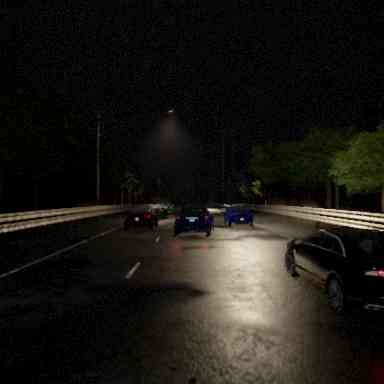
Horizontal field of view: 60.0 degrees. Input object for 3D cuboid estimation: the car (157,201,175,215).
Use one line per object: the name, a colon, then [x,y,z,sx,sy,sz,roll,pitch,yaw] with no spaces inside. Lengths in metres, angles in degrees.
car: [-3.555,2.186,45.553,2.097,1.767,4.553,0,-2,0]

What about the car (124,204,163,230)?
car: [-3.528,1.810,23.609,2.163,1.488,4.792,0,-1,0]

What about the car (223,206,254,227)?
car: [3.571,1.835,26.218,1.882,1.535,5.008,0,-1,0]

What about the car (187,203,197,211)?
car: [0.008,2.932,64.286,1.812,1.442,4.674,0,-2,-1]

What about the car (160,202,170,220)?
car: [-3.541,2.041,34.581,2.128,1.511,4.902,0,-1,0]

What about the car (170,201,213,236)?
car: [0.177,1.595,20.216,2.097,1.767,4.553,0,-1,5]

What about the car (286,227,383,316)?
car: [3.591,1.558,7.627,2.128,1.511,4.902,0,-1,0]

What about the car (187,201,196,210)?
car: [-0.092,3.091,77.323,2.150,2.045,5.566,0,-2,0]
